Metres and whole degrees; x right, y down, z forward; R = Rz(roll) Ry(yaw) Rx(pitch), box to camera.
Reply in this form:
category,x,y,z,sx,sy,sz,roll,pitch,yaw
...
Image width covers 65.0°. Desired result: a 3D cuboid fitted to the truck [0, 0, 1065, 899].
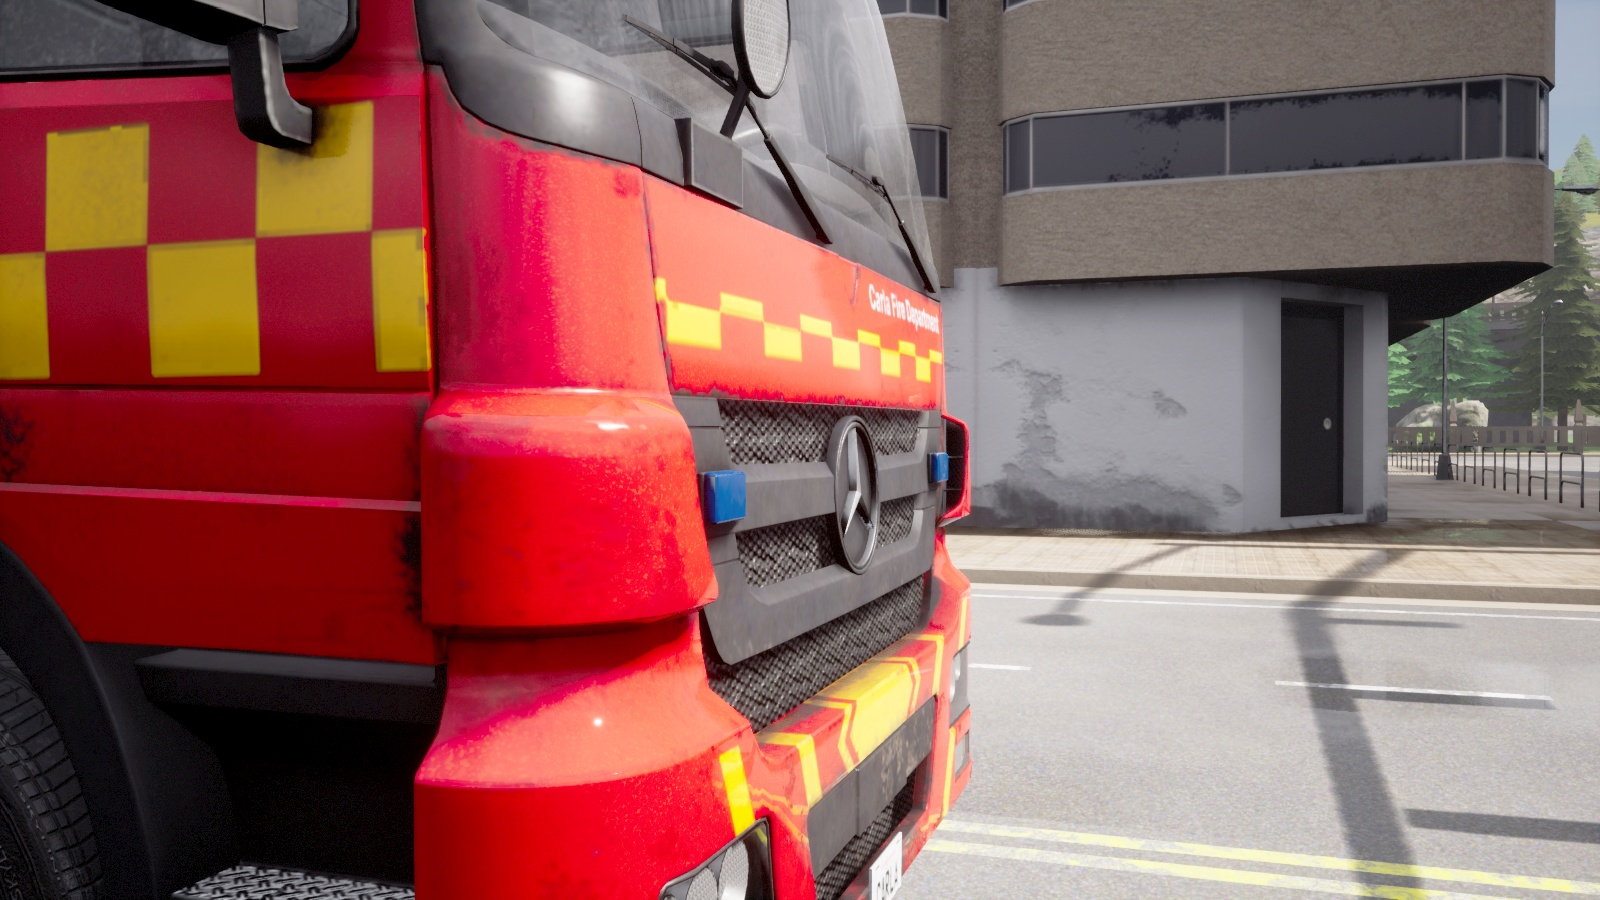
category,x,y,z,sx,sy,sz,roll,pitch,yaw
truck,-3.556,-0.422,4.371,8.468,3.827,2.891,1,1,19
